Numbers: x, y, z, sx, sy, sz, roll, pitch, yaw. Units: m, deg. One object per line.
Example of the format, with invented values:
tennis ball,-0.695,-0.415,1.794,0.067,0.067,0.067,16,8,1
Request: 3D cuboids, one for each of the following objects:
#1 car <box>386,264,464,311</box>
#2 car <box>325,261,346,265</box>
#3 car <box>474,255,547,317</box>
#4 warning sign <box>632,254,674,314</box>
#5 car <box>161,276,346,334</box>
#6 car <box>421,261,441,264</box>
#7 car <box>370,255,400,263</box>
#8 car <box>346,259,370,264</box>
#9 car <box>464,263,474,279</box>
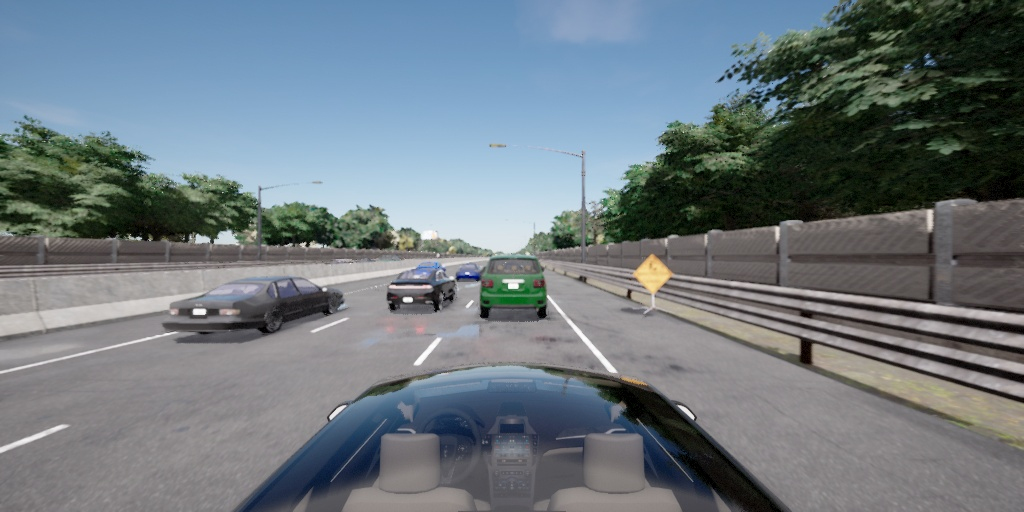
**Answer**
car,-3.435,1.234,14.311,2.128,1.511,4.902,0,0,0
car,-24.577,1.294,50.988,1.895,1.301,4.718,0,0,0
car,0.060,0.966,13.260,2.150,2.045,5.566,0,0,0
warning sign,4.548,0.859,11.573,1.300,1.860,1.060,0,0,0
car,-6.961,1.292,10.521,2.033,1.411,5.357,0,0,1
car,-6.928,1.201,30.886,1.882,1.535,5.008,0,0,0
car,-17.585,0.915,50.778,2.150,2.045,5.566,0,0,0
car,-21.081,1.198,50.855,1.837,1.490,4.892,0,0,0
car,-3.433,1.289,29.706,1.994,1.385,4.181,0,0,0
